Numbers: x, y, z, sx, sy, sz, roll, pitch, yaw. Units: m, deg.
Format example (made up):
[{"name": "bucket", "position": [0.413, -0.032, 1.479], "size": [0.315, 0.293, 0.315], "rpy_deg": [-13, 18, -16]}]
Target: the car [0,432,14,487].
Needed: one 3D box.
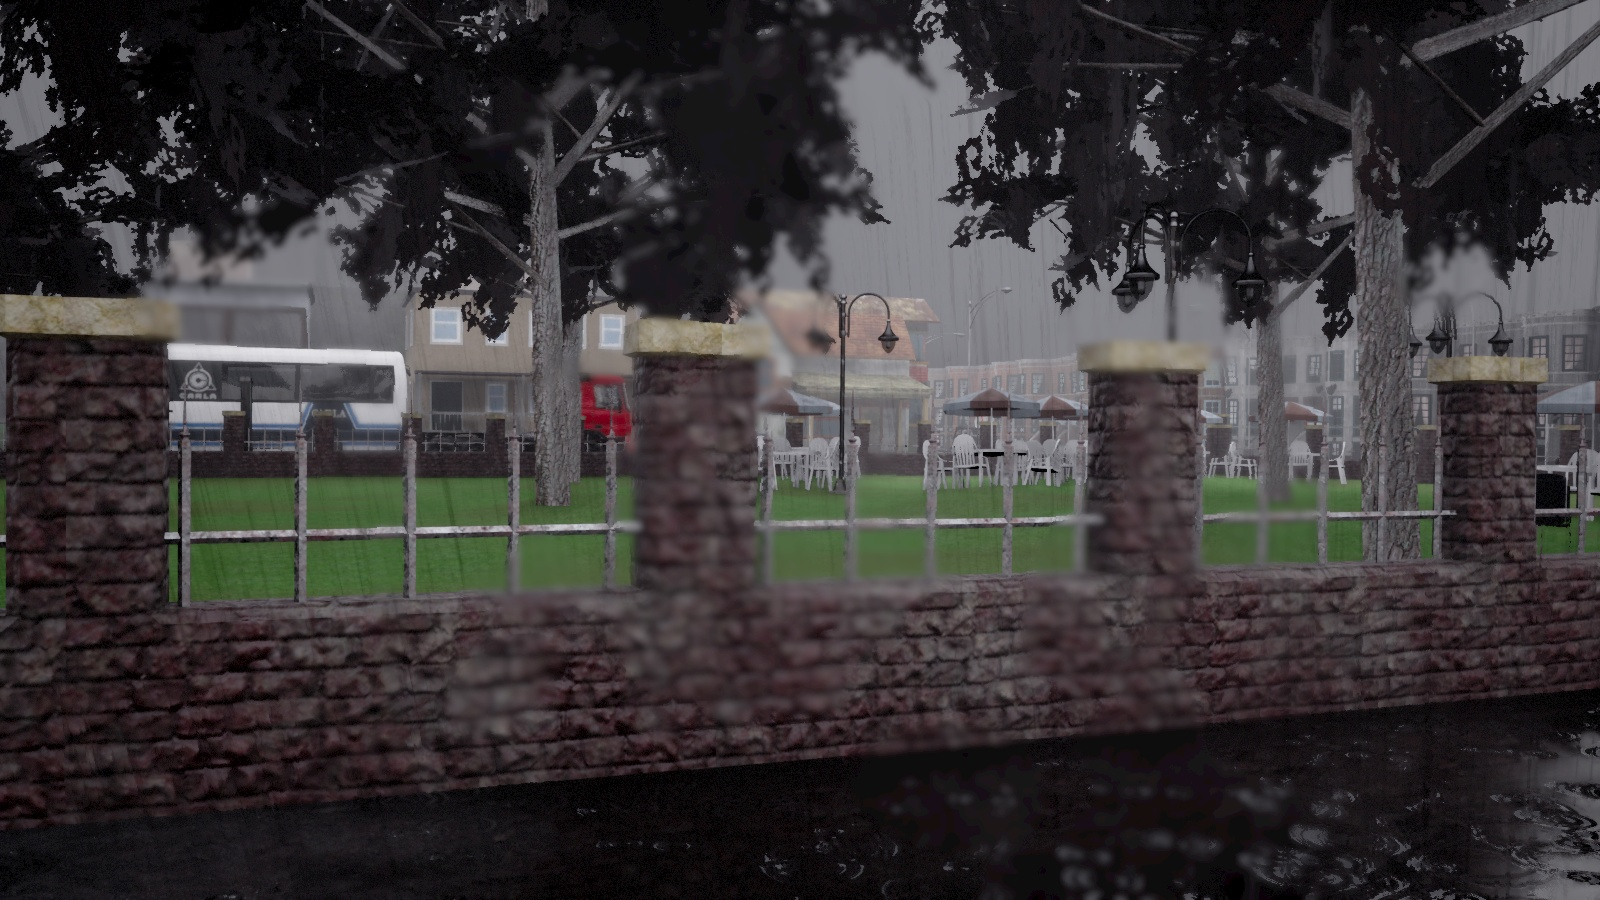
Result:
[{"name": "car", "position": [-26.622, 0.315, 37.809], "size": [4.611, 1.667, 2.242], "rpy_deg": [-1, 1, -21]}]

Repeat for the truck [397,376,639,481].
[{"name": "truck", "position": [-9.896, -0.795, 44.142], "size": [7.936, 3.462, 2.891], "rpy_deg": [-1, 1, -21]}]

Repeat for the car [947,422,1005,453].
[{"name": "car", "position": [10.744, -0.773, 76.893], "size": [1.905, 1.878, 3.866], "rpy_deg": [-1, 1, -21]}]

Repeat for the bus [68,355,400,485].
[{"name": "bus", "position": [-19.743, -1.092, 44.682], "size": [10.273, 4.253, 3.944], "rpy_deg": [-1, 1, -20]}]
